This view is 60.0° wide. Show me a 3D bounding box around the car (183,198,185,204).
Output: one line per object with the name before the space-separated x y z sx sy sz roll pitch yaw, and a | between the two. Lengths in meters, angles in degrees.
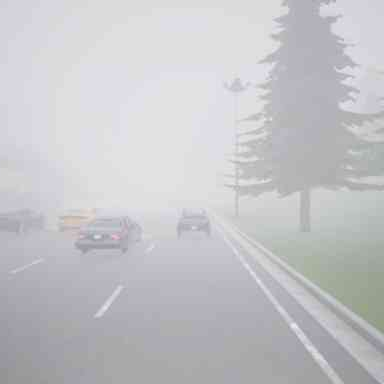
car | -2.124 2.168 78.314 2.128 1.511 4.902 0 -1 17

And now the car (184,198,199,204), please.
car | 0.027 2.184 68.015 1.837 1.490 4.892 0 -1 2

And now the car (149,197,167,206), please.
car | -6.958 2.045 68.978 2.097 1.767 4.553 0 -1 2

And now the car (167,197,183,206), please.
car | -3.467 2.241 68.404 1.994 1.385 4.181 0 -1 2

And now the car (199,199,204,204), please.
car | 1.501 2.279 78.292 2.033 1.411 5.357 0 -1 17

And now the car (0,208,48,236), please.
car | -10.394 1.706 19.938 1.837 1.490 4.892 0 -1 0

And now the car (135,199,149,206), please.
car | -10.461 2.226 68.681 2.033 1.411 5.357 0 -1 2

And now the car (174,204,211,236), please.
car | 0.105 1.692 19.841 2.128 1.511 4.902 0 -1 0

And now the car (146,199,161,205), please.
car | -9.107 2.386 79.208 1.895 1.301 4.718 0 -1 17

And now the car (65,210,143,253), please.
car | -3.395 1.694 14.468 2.033 1.411 5.357 0 -1 0

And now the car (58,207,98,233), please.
car | -6.895 1.694 21.424 1.882 1.535 5.008 0 -1 0
